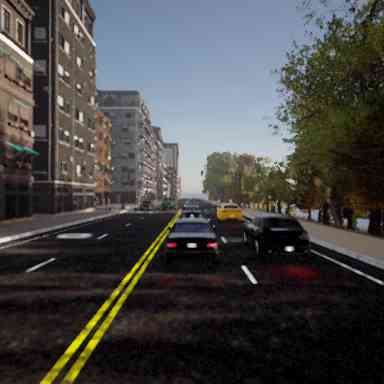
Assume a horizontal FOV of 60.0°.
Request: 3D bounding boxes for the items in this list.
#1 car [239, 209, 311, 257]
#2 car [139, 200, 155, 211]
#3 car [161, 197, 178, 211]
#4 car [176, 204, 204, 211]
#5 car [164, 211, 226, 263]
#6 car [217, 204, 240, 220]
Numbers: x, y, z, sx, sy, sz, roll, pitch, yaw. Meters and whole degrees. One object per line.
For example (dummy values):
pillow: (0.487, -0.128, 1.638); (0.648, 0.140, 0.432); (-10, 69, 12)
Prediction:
car: (3.262, 1.645, 13.496); (1.837, 1.490, 4.892); (0, 0, 0)
car: (-6.539, 2.012, 48.560); (1.837, 1.490, 4.892); (0, -1, 0)
car: (-3.280, 1.742, 49.509); (2.150, 2.045, 5.566); (0, -1, 0)
car: (-0.001, 1.830, 27.533); (2.033, 1.411, 5.357); (0, -1, 0)
car: (0.003, 1.675, 12.510); (2.033, 1.411, 5.357); (0, -1, 0)
car: (3.263, 1.777, 29.244); (1.882, 1.535, 5.008); (0, 0, 0)
